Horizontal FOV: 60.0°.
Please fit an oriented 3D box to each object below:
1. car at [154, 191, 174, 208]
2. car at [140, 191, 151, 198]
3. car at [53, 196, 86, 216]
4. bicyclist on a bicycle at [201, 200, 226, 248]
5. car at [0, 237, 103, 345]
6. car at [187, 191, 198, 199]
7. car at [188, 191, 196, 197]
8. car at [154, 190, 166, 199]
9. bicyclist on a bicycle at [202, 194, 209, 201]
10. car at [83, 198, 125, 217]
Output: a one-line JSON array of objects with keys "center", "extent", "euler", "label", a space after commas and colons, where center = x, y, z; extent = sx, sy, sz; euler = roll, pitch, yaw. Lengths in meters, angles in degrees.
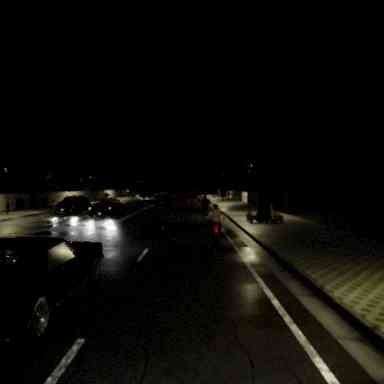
[{"center": [-3.152, 0.923, 37.798], "extent": [1.882, 1.535, 5.008], "euler": [0, 1, 0], "label": "car"}, {"center": [-9.754, 0.532, 69.861], "extent": [2.033, 1.411, 5.357], "euler": [0, 1, 0], "label": "car"}, {"center": [-9.849, 1.098, 27.635], "extent": [1.837, 1.490, 4.892], "euler": [0, 1, 0], "label": "car"}, {"center": [0.893, 1.249, 12.652], "extent": [0.866, 1.612, 1.509], "euler": [0, 1, 0], "label": "bicyclist on a bicycle"}, {"center": [-3.150, 1.506, 6.293], "extent": [1.895, 1.301, 4.718], "euler": [0, 1, 0], "label": "car"}, {"center": [0.070, 0.579, 63.017], "extent": [2.128, 1.511, 4.902], "euler": [0, 1, 0], "label": "car"}, {"center": [-0.005, 0.395, 79.452], "extent": [1.812, 1.442, 4.674], "euler": [0, 1, 0], "label": "car"}, {"center": [-6.506, 0.484, 68.189], "extent": [1.882, 1.535, 5.008], "euler": [0, 1, 0], "label": "car"}, {"center": [0.893, 1.046, 22.068], "extent": [0.659, 1.776, 1.843], "euler": [0, 1, 0], "label": "bicyclist on a bicycle"}, {"center": [-6.601, 1.218, 26.006], "extent": [1.895, 1.301, 4.718], "euler": [0, 1, 0], "label": "car"}]
